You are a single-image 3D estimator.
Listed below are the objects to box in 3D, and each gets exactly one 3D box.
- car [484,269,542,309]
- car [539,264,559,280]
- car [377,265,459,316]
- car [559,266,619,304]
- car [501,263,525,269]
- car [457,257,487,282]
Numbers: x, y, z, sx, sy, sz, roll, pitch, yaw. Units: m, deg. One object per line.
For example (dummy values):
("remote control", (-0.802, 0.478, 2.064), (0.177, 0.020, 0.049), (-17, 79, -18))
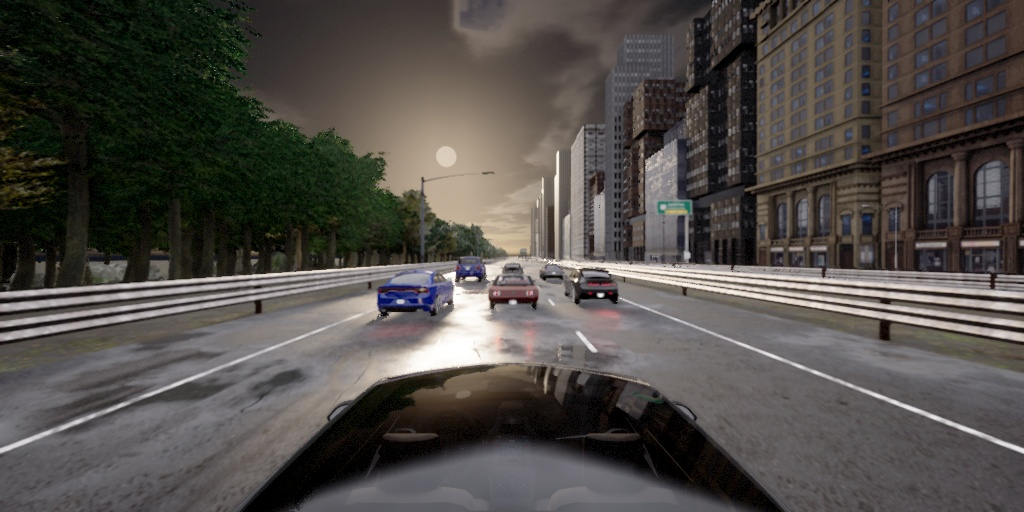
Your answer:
("car", (0.060, 1.401, 15.265), (1.895, 1.301, 4.718), (0, 0, 0))
("car", (3.567, 1.437, 32.507), (1.994, 1.385, 4.181), (0, 0, 0))
("car", (-3.453, 1.271, 13.653), (1.882, 1.535, 5.008), (0, 0, 1))
("car", (3.569, 1.313, 16.802), (1.837, 1.490, 4.892), (0, 0, 0))
("car", (0.065, 1.377, 31.828), (1.837, 1.490, 4.892), (0, 0, 0))
("car", (-3.442, 1.088, 30.659), (2.150, 2.045, 5.566), (0, 0, 0))
